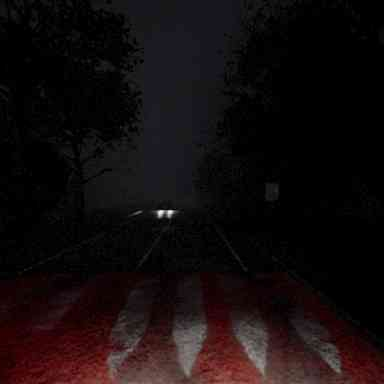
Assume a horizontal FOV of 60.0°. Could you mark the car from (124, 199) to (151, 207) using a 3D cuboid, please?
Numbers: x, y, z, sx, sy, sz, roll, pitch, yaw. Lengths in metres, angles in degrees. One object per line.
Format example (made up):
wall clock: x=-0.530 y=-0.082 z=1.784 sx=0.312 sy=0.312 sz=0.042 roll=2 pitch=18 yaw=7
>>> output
car: x=-10.517 y=2.099 z=64.402 sx=4.892 sy=1.521 sz=2.231 roll=0 pitch=-2 yaw=0

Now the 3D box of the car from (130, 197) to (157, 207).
car: x=-10.502 y=2.141 z=72.727 sx=5.566 sy=2.045 sz=2.435 roll=0 pitch=-2 yaw=0

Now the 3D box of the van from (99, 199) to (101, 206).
van: x=-23.733 y=2.285 z=75.674 sx=4.442 sy=1.987 sz=1.878 roll=0 pitch=-2 yaw=0

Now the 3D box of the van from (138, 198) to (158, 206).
van: x=-10.666 y=2.487 z=81.048 sx=4.442 sy=1.987 sz=1.878 roll=0 pitch=-2 yaw=0

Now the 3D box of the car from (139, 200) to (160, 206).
car: x=-10.560 y=2.819 z=83.814 sx=5.008 sy=1.535 sz=2.097 roll=0 pitch=-2 yaw=0

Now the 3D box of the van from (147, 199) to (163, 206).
van: x=-10.464 y=3.021 z=94.919 sx=4.442 sy=1.987 sz=1.878 roll=0 pitch=-2 yaw=0

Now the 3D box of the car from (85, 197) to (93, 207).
car: x=-23.626 y=1.948 z=67.374 sx=5.566 sy=2.045 sz=2.435 roll=0 pitch=-2 yaw=0

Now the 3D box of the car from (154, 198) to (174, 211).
car: x=-3.458 y=1.758 z=44.171 sx=1.994 sy=1.385 sz=4.181 roll=0 pitch=-1 yaw=0

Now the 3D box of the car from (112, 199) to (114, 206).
car: x=-23.636 y=2.938 z=86.739 sx=4.892 sy=1.521 sz=2.231 roll=0 pitch=-2 yaw=0

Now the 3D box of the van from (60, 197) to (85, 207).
van: x=-23.709 y=1.879 z=64.482 sx=4.442 sy=1.987 sz=1.878 roll=0 pitch=-2 yaw=0

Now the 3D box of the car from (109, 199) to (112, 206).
car: x=-23.630 y=2.831 z=83.971 sx=5.008 sy=1.535 sz=2.097 roll=0 pitch=-2 yaw=0

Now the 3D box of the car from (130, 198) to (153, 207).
car: x=-10.555 y=2.163 z=69.952 sx=4.553 sy=1.767 sz=2.185 roll=0 pitch=-2 yaw=0

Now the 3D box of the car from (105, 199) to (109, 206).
car: x=-23.624 y=2.719 z=81.077 sx=5.008 sy=1.535 sz=2.097 roll=0 pitch=-2 yaw=0

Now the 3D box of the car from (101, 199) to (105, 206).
car: x=-23.591 y=2.492 z=78.438 sx=4.553 sy=1.767 sz=2.185 roll=0 pitch=-2 yaw=0

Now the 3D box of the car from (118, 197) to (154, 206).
car: x=-10.319 y=2.012 z=61.635 sx=5.366 sy=1.575 sz=1.946 roll=0 pitch=-2 yaw=0

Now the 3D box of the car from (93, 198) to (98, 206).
car: x=-23.419 y=2.297 z=70.132 sx=5.366 sy=1.575 sz=1.946 roll=0 pitch=-2 yaw=0

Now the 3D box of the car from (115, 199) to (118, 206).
car: x=-23.469 y=3.147 z=92.277 sx=5.366 sy=1.575 sz=1.946 roll=0 pitch=-2 yaw=0
